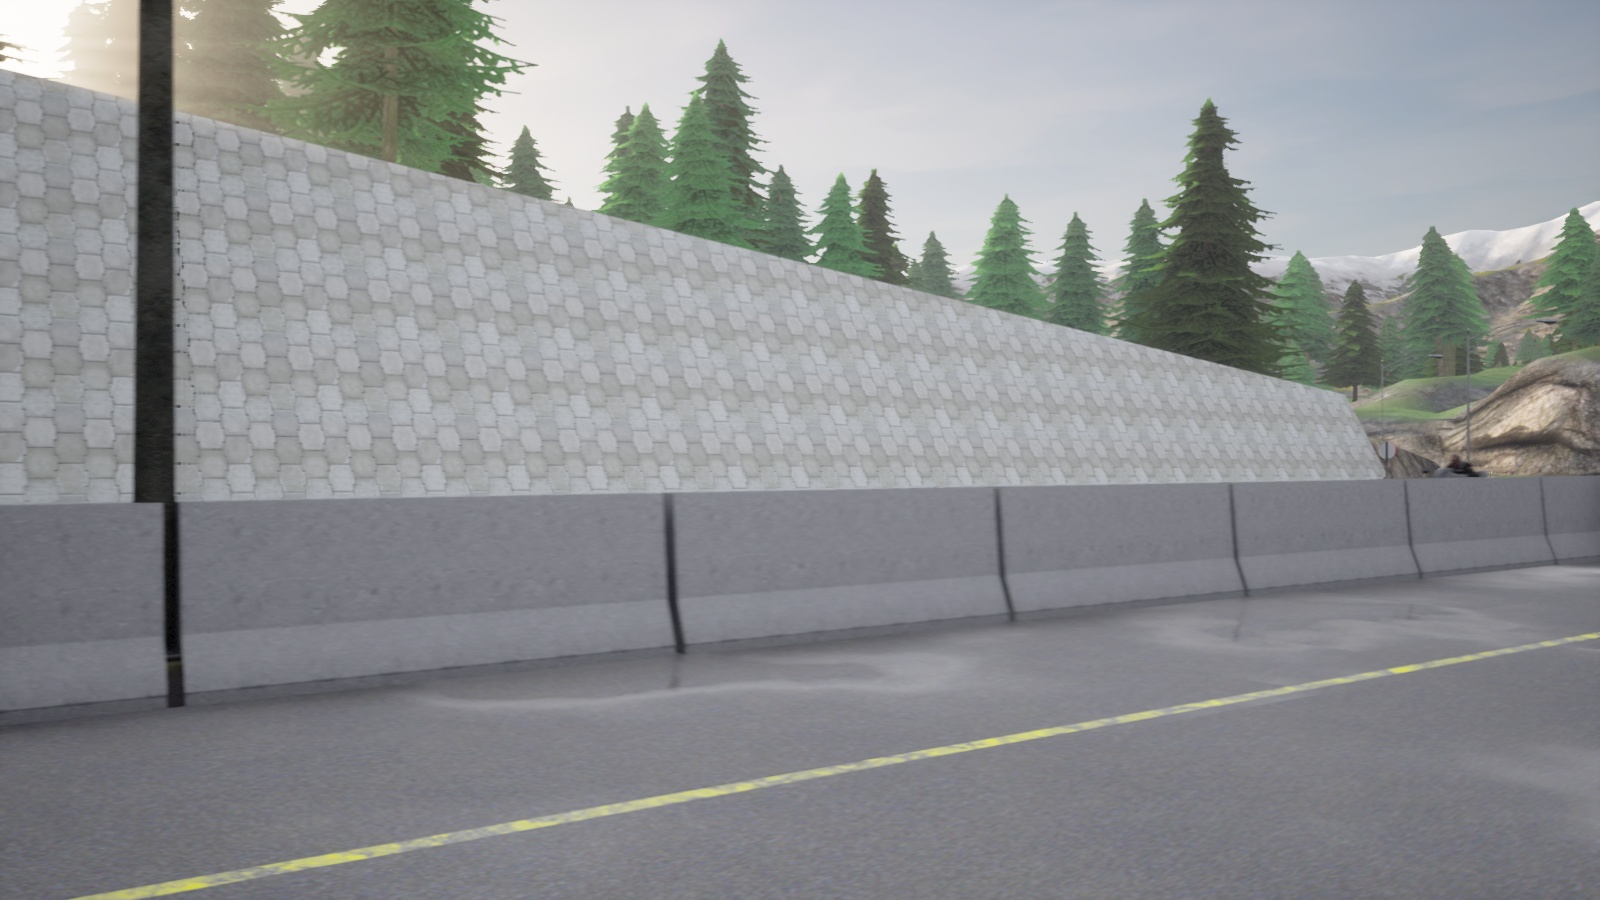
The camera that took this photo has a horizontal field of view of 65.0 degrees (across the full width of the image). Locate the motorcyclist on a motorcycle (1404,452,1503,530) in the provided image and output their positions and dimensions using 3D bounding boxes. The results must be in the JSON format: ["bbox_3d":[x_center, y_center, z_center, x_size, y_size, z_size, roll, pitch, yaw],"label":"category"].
[{"bbox_3d":[13.440,0.814,25.806,2.191,1.530,0.866,0,0,-35],"label":"motorcyclist on a motorcycle"}]
